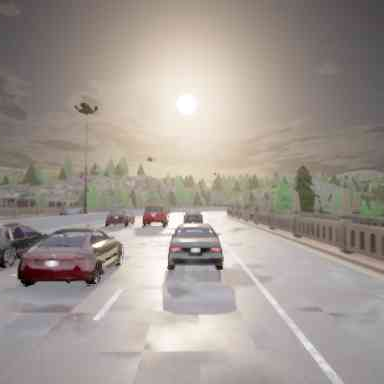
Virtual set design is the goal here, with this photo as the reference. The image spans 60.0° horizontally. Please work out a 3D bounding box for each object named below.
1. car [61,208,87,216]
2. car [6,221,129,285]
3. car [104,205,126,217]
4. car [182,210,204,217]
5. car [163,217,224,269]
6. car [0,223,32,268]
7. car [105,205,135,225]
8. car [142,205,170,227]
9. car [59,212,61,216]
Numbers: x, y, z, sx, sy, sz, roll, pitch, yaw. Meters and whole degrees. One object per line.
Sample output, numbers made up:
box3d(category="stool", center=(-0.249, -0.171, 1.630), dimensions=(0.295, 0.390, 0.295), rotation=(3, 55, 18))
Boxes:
box3d(category="car", center=(-17.436, 3.183, 50.117), dimensions=(1.882, 1.535, 5.008), rotation=(0, -2, 2))
box3d(category="car", center=(-3.397, 1.781, 10.070), dimensions=(1.994, 1.385, 4.181), rotation=(0, -2, 0))
box3d(category="car", center=(-13.427, 3.239, 58.484), dimensions=(2.150, 2.045, 5.566), rotation=(0, -2, 6))
box3d(category="car", center=(0.107, 2.562, 32.697), dimensions=(1.837, 1.490, 4.892), rotation=(0, -2, 0))
box3d(category="car", center=(0.103, 1.845, 12.228), dimensions=(2.033, 1.411, 5.357), rotation=(0, -2, 0))
box3d(category="car", center=(-6.897, 1.847, 12.275), dimensions=(2.033, 1.411, 5.357), rotation=(0, -2, 0))
box3d(category="car", center=(-6.893, 2.399, 32.400), dimensions=(2.097, 1.767, 4.553), rotation=(0, -2, 0))
box3d(category="car", center=(-3.393, 2.252, 31.962), dimensions=(2.150, 2.045, 5.566), rotation=(0, -2, 0))
box3d(category="car", center=(-20.600, 3.498, 56.550), dimensions=(2.033, 1.411, 5.357), rotation=(0, -2, 5))
